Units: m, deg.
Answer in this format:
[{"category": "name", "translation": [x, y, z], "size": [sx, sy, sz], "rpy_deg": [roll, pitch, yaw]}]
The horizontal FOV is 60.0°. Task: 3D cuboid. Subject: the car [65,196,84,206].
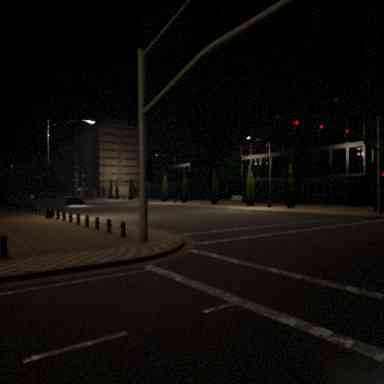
[{"category": "car", "translation": [-18.227, 1.356, 51.644], "size": [1.994, 1.385, 4.181], "rpy_deg": [-1, 0, -34]}]
